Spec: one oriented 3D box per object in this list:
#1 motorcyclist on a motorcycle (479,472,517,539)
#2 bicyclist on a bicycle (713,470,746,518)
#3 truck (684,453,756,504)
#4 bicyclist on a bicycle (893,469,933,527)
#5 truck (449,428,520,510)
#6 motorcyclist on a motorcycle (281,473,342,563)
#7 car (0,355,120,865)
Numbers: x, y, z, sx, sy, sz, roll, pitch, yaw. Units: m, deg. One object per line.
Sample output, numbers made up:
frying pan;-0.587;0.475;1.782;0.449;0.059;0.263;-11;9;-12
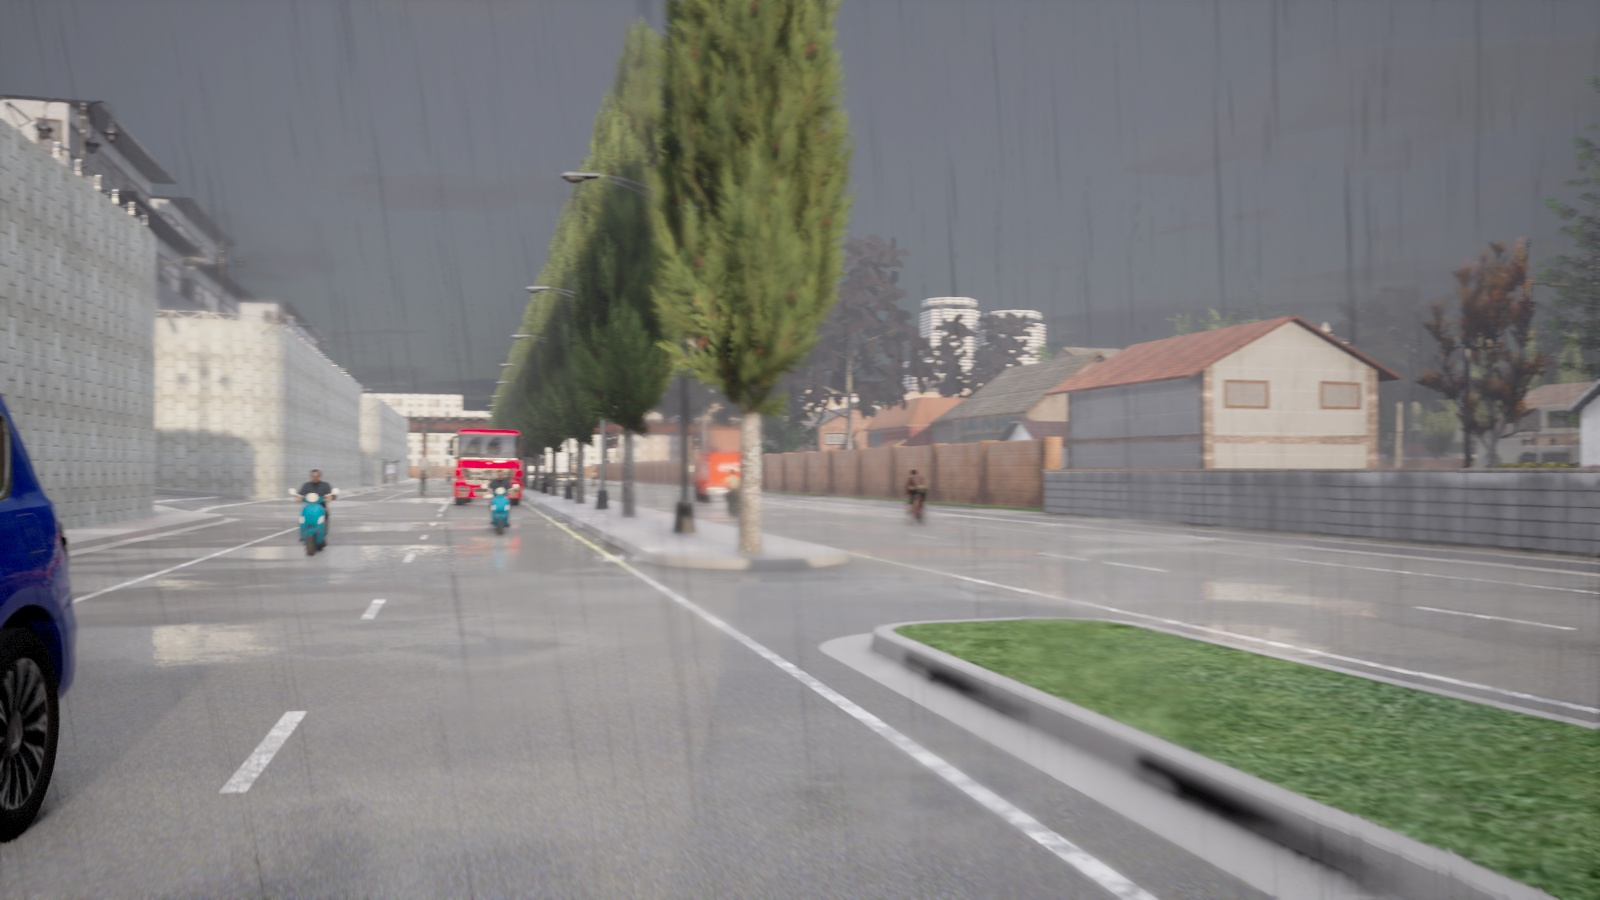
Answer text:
motorcyclist on a motorcycle;-7.496;1.344;31.108;0.866;1.590;1.817;0;-1;-15
bicyclist on a bicycle;-2.444;1.496;43.268;0.866;1.612;1.509;0;-1;-14
truck;-4.103;1.421;63.235;2.627;2.467;5.204;0;-1;-15
bicyclist on a bicycle;3.195;1.345;35.662;0.582;1.620;1.656;0;-1;-15
truck;-14.399;0.864;57.206;2.891;3.462;7.936;1;-1;-15
motorcyclist on a motorcycle;-9.060;1.224;23.339;0.866;1.590;1.817;0;-1;-15
car;-3.990;0.623;3.633;2.150;2.045;5.566;0;-1;-13
